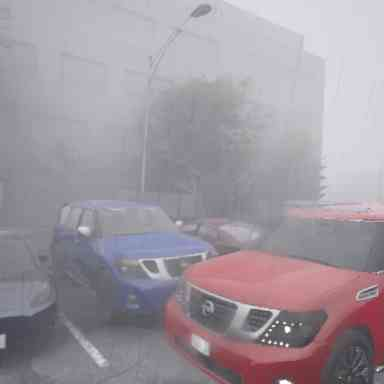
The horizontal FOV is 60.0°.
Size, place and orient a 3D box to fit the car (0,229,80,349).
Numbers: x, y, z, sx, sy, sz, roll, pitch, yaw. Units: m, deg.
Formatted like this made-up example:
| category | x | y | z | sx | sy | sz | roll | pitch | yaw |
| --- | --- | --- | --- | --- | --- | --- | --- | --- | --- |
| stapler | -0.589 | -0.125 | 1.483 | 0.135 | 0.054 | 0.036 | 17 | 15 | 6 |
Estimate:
| category | x | y | z | sx | sy | sz | roll | pitch | yaw |
| --- | --- | --- | --- | --- | --- | --- | --- | --- | --- |
| car | -3.932 | 1.510 | 6.126 | 2.163 | 1.488 | 4.792 | 0 | 0 | -35 |

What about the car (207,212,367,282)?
| category | x | y | z | sx | sy | sz | roll | pitch | yaw |
| --- | --- | --- | --- | --- | --- | --- | --- | --- | --- |
| car | 2.841 | 1.541 | 11.027 | 2.163 | 1.488 | 4.792 | 1 | 0 | -35 |

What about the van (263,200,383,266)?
| category | x | y | z | sx | sy | sz | roll | pitch | yaw |
| --- | --- | --- | --- | --- | --- | --- | --- | --- | --- |
| van | 5.061 | 1.331 | 12.718 | 1.878 | 1.987 | 4.442 | 1 | -1 | -35 |

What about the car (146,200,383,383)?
| category | x | y | z | sx | sy | sz | roll | pitch | yaw |
| --- | --- | --- | --- | --- | --- | --- | --- | --- | --- |
| car | 2.337 | 1.226 | 5.034 | 5.566 | 2.045 | 2.150 | 0 | 0 | -35 |
